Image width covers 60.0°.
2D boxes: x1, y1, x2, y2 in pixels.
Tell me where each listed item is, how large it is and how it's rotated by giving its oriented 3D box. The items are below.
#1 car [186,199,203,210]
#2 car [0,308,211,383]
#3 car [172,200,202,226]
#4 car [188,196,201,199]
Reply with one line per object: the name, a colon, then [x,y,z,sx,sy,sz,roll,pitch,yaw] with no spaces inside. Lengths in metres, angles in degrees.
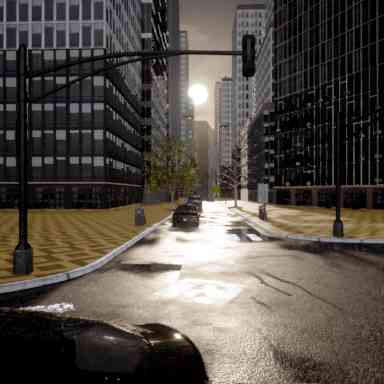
car: [-0.011,1.776,35.613,1.812,1.442,4.674,0,0,2]
car: [-2.006,1.535,1.768,4.674,1.442,1.812,0,0,-27]
car: [-0.397,1.653,25.400,1.882,1.535,5.008,0,0,2]
car: [0.389,1.553,46.265,2.150,2.045,5.566,0,0,2]
